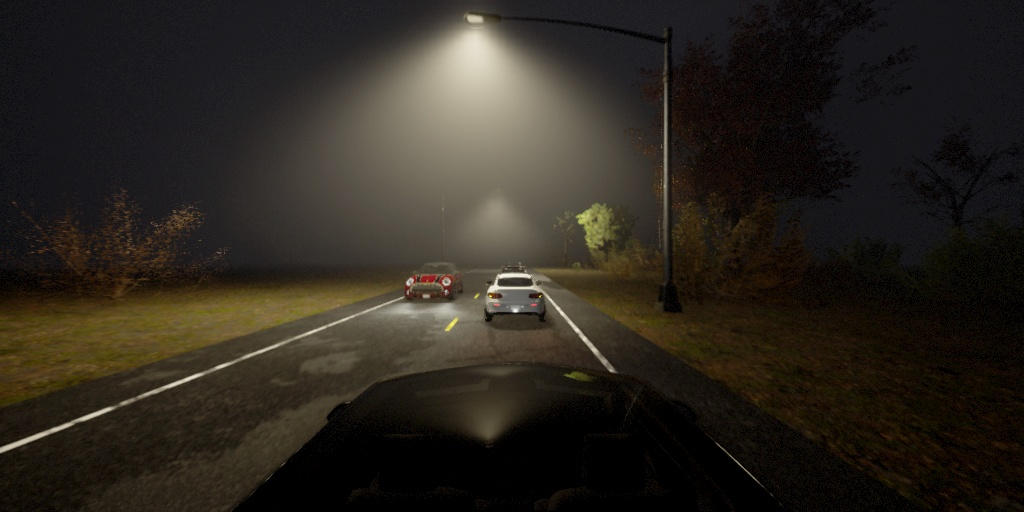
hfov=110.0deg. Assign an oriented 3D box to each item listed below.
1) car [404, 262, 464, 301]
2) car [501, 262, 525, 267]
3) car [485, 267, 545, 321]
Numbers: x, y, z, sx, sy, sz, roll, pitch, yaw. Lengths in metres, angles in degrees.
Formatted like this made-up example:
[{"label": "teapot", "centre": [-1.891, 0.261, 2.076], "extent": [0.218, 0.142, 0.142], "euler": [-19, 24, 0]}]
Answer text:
[{"label": "car", "centre": [-3.600, 1.101, 17.297], "extent": [2.097, 1.767, 4.553], "euler": [0, 0, 0]}, {"label": "car", "centre": [0.097, 1.237, 30.161], "extent": [2.128, 1.511, 4.902], "euler": [0, 0, 0]}, {"label": "car", "centre": [0.097, 1.275, 12.345], "extent": [1.812, 1.442, 4.674], "euler": [0, 0, 0]}]
